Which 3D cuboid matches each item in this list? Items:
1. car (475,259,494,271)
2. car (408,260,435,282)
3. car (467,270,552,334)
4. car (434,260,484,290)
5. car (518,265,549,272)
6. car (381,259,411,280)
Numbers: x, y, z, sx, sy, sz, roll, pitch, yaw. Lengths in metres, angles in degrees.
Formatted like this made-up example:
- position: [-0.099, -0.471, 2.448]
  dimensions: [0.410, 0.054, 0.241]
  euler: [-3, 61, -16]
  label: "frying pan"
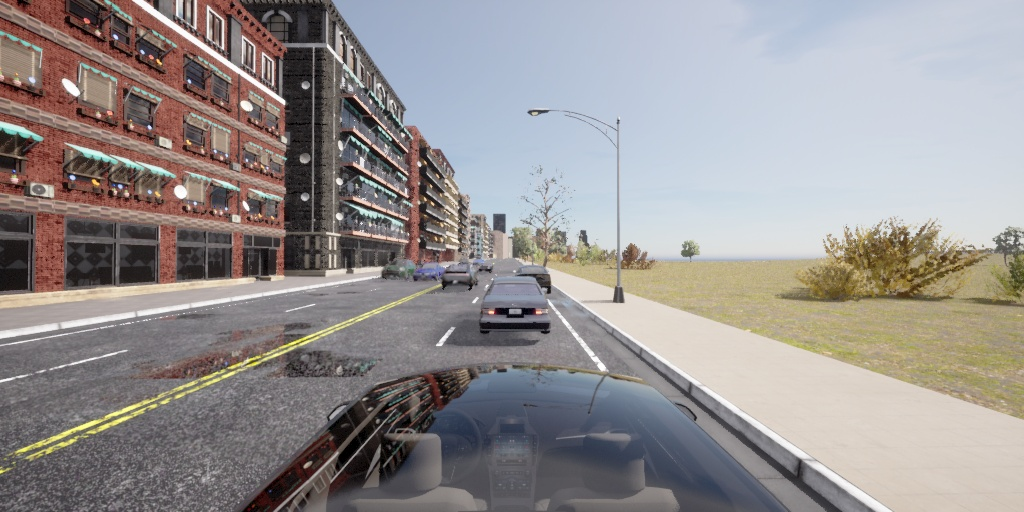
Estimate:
- position: [-3.210, 1.352, 42.873]
  dimensions: [1.895, 1.301, 4.718]
  euler: [0, 0, 0]
  label: "car"
- position: [-6.641, 1.278, 29.103]
  dimensions: [1.812, 1.442, 4.674]
  euler: [0, 0, 0]
  label: "car"
- position: [0.090, 1.299, 10.617]
  dimensions: [2.033, 1.411, 5.357]
  euler: [0, 0, 0]
  label: "car"
- position: [-3.181, 1.245, 22.600]
  dimensions: [2.128, 1.511, 4.902]
  euler: [0, 0, 0]
  label: "car"
- position: [1.109, 1.230, 20.381]
  dimensions: [1.882, 1.535, 5.008]
  euler: [0, 0, 0]
  label: "car"
- position: [-9.896, 1.104, 31.710]
  dimensions: [2.097, 1.767, 4.553]
  euler: [0, 0, 0]
  label: "car"
